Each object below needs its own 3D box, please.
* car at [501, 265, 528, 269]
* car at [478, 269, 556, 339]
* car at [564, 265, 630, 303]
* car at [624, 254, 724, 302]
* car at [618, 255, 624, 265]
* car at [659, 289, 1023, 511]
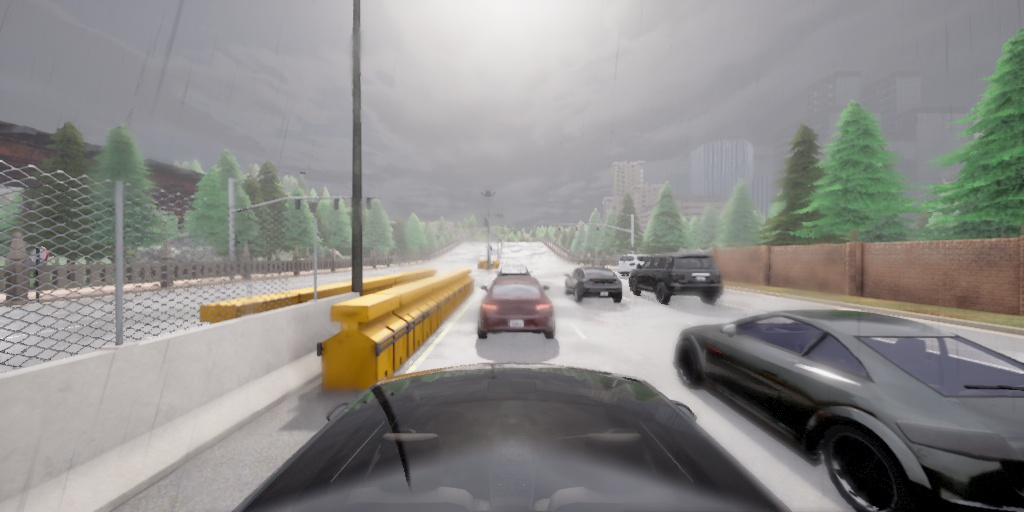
[{"bbox_3d":[0.107,1.218,19.129,2.128,1.511,4.902,0,0,0],"label":"car"},{"bbox_3d":[0.104,1.265,9.884,1.812,1.442,4.674,0,0,0],"label":"car"},{"bbox_3d":[3.605,1.235,16.423,1.837,1.490,4.892,0,0,0],"label":"car"},{"bbox_3d":[7.104,0.950,16.129,2.150,2.045,5.566,0,0,0],"label":"car"},{"bbox_3d":[12.297,0.926,33.112,5.566,2.045,2.150,0,-1,-29],"label":"car"},{"bbox_3d":[3.600,1.310,4.145,1.994,1.385,4.181,0,0,0],"label":"car"}]
